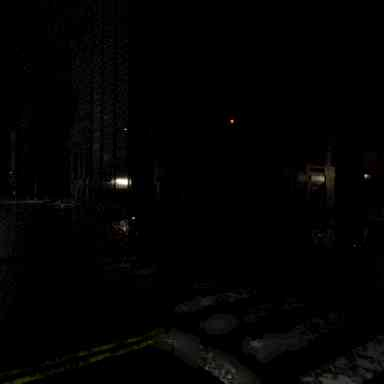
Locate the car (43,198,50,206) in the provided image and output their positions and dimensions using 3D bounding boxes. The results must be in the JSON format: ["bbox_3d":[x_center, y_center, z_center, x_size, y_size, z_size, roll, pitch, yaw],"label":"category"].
[{"bbox_3d":[-26.556,1.803,62.378,2.128,1.511,4.902,1,-1,-36],"label":"car"}]

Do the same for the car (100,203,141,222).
[{"bbox_3d":[-6.070,1.649,27.968,2.033,1.411,5.357,1,-1,-35],"label":"car"}]

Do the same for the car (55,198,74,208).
[{"bbox_3d":[-20.759,1.790,54.206,1.812,1.442,4.674,1,-1,-35],"label":"car"}]

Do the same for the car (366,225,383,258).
[{"bbox_3d":[7.516,1.490,9.190,2.128,1.511,4.902,1,0,-37],"label":"car"}]

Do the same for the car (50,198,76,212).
[{"bbox_3d":[-16.386,1.709,42.535,1.812,1.442,4.674,1,-1,-35],"label":"car"}]
